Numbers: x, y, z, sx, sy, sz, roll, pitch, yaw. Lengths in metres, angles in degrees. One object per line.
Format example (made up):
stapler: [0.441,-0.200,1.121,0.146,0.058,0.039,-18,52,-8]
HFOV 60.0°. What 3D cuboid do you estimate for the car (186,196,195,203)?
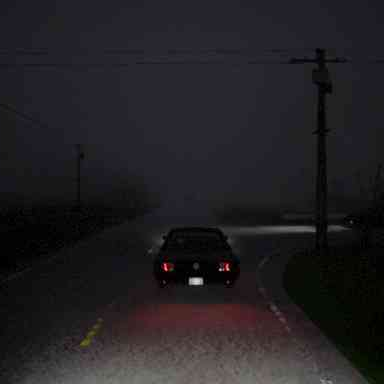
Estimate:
car: [-0.383,1.534,72.526,1.837,1.490,4.892,0,0,-1]

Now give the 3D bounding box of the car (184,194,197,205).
car: [-0.274,1.391,61.998,2.150,2.045,5.566,0,0,-1]

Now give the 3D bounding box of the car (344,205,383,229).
car: [11.683,1.415,19.748,4.718,1.301,1.895,-2,0,1]

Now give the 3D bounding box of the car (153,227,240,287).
car: [0.097,1.627,9.328,1.895,1.301,4.718,0,0,0]
